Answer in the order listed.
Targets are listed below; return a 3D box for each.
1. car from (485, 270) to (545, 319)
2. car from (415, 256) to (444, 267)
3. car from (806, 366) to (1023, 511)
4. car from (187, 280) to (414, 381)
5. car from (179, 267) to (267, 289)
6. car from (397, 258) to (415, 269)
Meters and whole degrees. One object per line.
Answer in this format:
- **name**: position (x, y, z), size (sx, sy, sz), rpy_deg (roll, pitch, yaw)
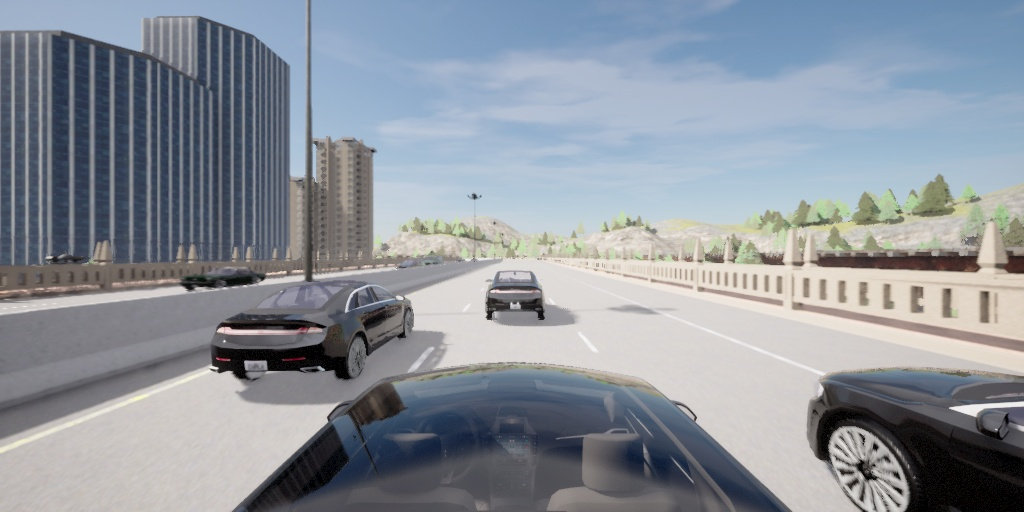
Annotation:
- **car**: position (0.102, 1.241, 12.692), size (2.128, 1.511, 4.902), rpy_deg (0, 0, 0)
- **car**: position (-10.438, 0.974, 46.889), size (2.150, 2.045, 5.566), rpy_deg (0, 0, 2)
- **car**: position (3.598, 1.241, 1.262), size (2.128, 1.511, 4.902), rpy_deg (0, 0, 0)
- **car**: position (-3.401, 1.242, 7.187), size (2.128, 1.511, 4.902), rpy_deg (0, 0, 0)
- **car**: position (-17.596, 1.351, 22.096), size (1.895, 1.301, 4.718), rpy_deg (0, 0, 0)
- **car**: position (-13.889, 1.297, 48.839), size (2.033, 1.411, 5.357), rpy_deg (0, 0, 2)
